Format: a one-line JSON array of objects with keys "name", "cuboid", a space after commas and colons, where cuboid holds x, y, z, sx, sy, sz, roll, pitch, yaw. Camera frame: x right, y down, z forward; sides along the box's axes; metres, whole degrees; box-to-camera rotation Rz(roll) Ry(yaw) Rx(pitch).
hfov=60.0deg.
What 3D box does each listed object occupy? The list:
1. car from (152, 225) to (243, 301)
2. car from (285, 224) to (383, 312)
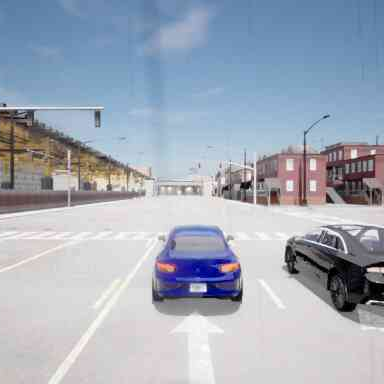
[{"name": "car", "cuboid": [0.107, 1.526, 8.180, 1.812, 1.442, 4.674, 0, 0, 0]}, {"name": "car", "cuboid": [3.610, 1.492, 7.687, 2.128, 1.511, 4.902, 0, 0, -1]}]
